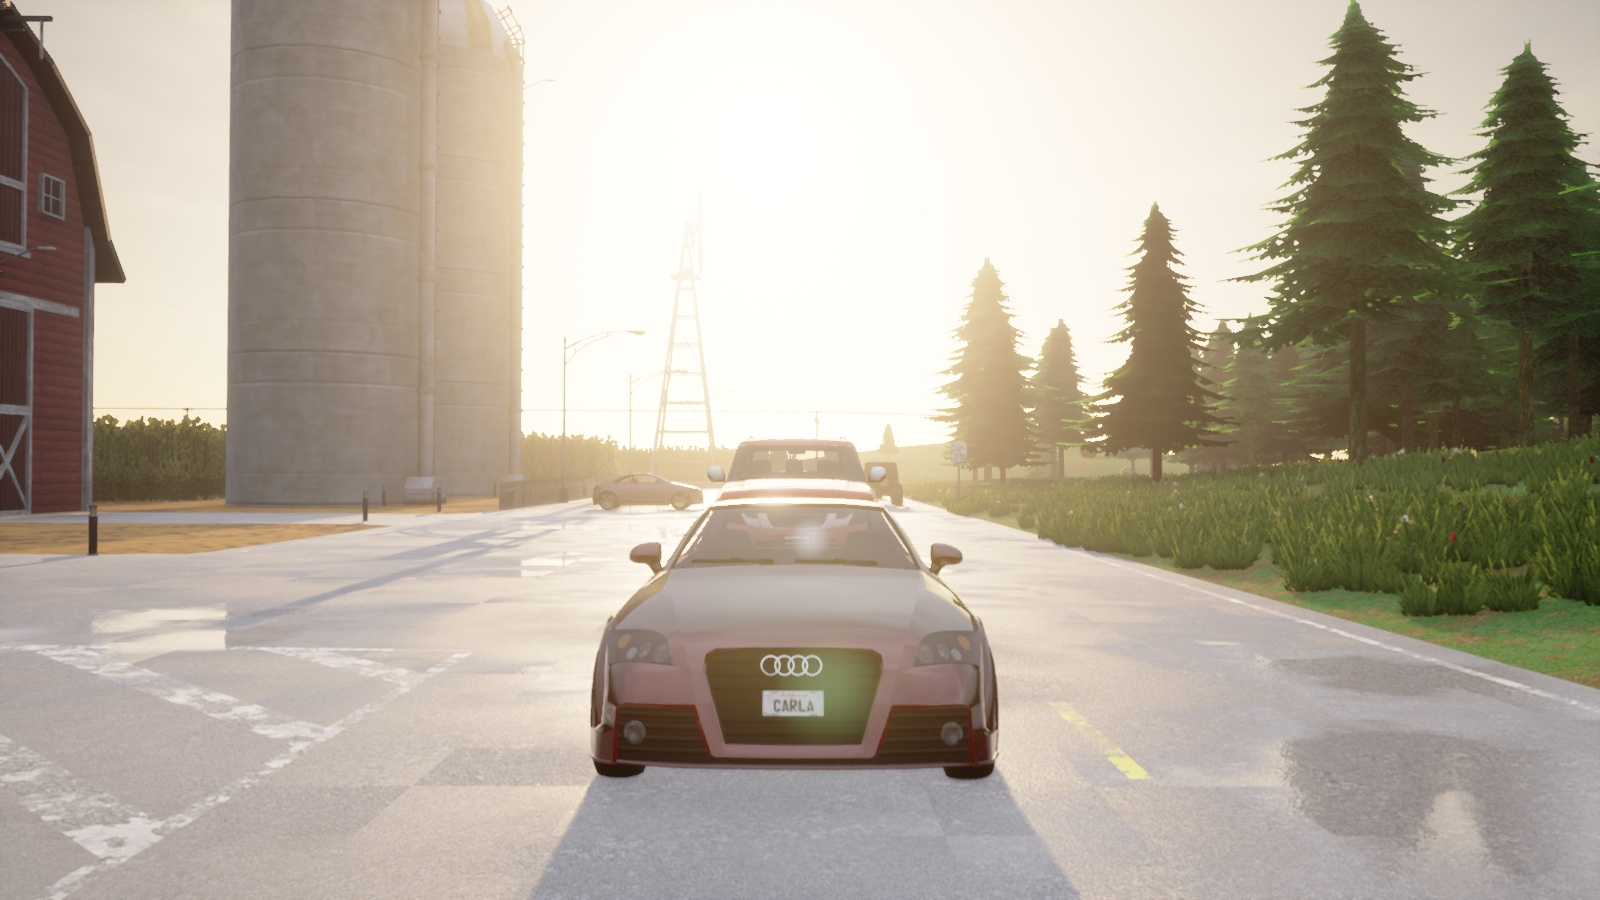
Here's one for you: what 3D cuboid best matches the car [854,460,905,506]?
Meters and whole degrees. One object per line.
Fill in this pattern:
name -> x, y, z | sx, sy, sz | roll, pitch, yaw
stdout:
car -> 3.369, 1.390, 53.742 | 1.905, 1.878, 3.866 | 0, -1, 0

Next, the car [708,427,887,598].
car -> -0.046, 0.796, 17.900 | 2.150, 2.045, 5.566 | 0, -1, 0

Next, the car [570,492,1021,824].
car -> -0.016, 0.989, 7.657 | 1.994, 1.385, 4.181 | 0, -1, 0
